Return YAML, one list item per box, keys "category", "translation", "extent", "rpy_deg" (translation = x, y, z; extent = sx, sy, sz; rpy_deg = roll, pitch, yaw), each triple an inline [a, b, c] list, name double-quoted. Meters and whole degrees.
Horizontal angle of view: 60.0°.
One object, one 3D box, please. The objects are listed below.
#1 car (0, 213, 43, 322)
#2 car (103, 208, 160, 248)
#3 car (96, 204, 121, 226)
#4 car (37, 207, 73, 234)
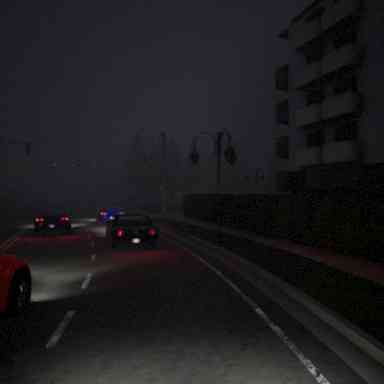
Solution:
- category: "car"
  translation: [-3.974, 1.371, 4.528]
  extent: [2.097, 1.767, 4.553]
  rpy_deg: [0, 0, -6]
- category: "car"
  translation: [-2.836, 1.619, 15.064]
  extent: [1.895, 1.301, 4.718]
  rpy_deg: [0, 0, -18]
- category: "car"
  translation: [-5.885, 1.560, 23.983]
  extent: [1.812, 1.442, 4.674]
  rpy_deg: [0, 0, -18]
- category: "car"
  translation: [-7.957, 1.566, 19.261]
  extent: [1.812, 1.442, 4.674]
  rpy_deg: [0, 0, -19]
